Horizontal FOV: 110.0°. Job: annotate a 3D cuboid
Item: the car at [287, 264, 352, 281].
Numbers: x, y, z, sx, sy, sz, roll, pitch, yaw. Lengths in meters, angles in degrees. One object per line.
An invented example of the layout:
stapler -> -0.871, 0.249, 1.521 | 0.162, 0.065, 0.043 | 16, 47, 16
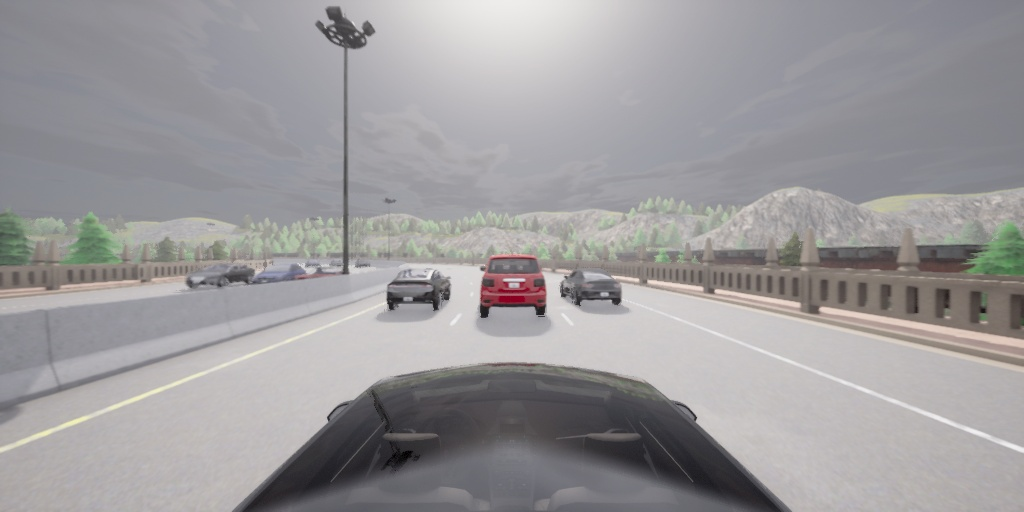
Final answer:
car -> -11.417, 1.341, 21.891 | 1.895, 1.301, 4.718 | 0, 0, -7

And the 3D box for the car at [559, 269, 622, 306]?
car -> 3.338, 1.269, 15.726 | 1.812, 1.442, 4.674 | 0, 0, -3

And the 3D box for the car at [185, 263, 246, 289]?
car -> -18.707, 1.231, 23.288 | 2.128, 1.511, 4.902 | 0, 0, -9

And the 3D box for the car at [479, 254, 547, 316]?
car -> -0.033, 0.966, 13.410 | 2.150, 2.045, 5.566 | 0, 0, -2

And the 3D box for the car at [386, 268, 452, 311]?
car -> -3.599, 1.236, 14.470 | 2.128, 1.511, 4.902 | 0, 0, -2

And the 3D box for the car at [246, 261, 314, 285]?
car -> -15.251, 1.265, 23.902 | 1.812, 1.442, 4.674 | 0, 0, -9
